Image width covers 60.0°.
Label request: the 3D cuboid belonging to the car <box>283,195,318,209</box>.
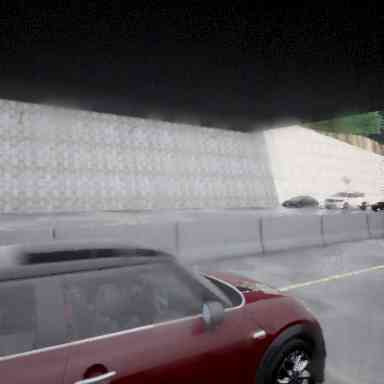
[{"bbox_3d":[12.259,1.120,37.325,4.674,1.442,1.812,0,1,-33],"label":"car"}]

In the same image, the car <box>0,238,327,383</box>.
[{"bbox_3d":[-0.726,1.271,3.316,4.553,1.767,2.097,1,1,-33],"label":"car"}]

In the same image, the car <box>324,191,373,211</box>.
[{"bbox_3d":[16.766,0.926,36.089,5.566,2.045,2.150,1,1,-33],"label":"car"}]

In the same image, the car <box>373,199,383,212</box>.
[{"bbox_3d":[20.822,1.355,34.563,5.357,1.411,2.033,1,1,-33],"label":"car"}]
